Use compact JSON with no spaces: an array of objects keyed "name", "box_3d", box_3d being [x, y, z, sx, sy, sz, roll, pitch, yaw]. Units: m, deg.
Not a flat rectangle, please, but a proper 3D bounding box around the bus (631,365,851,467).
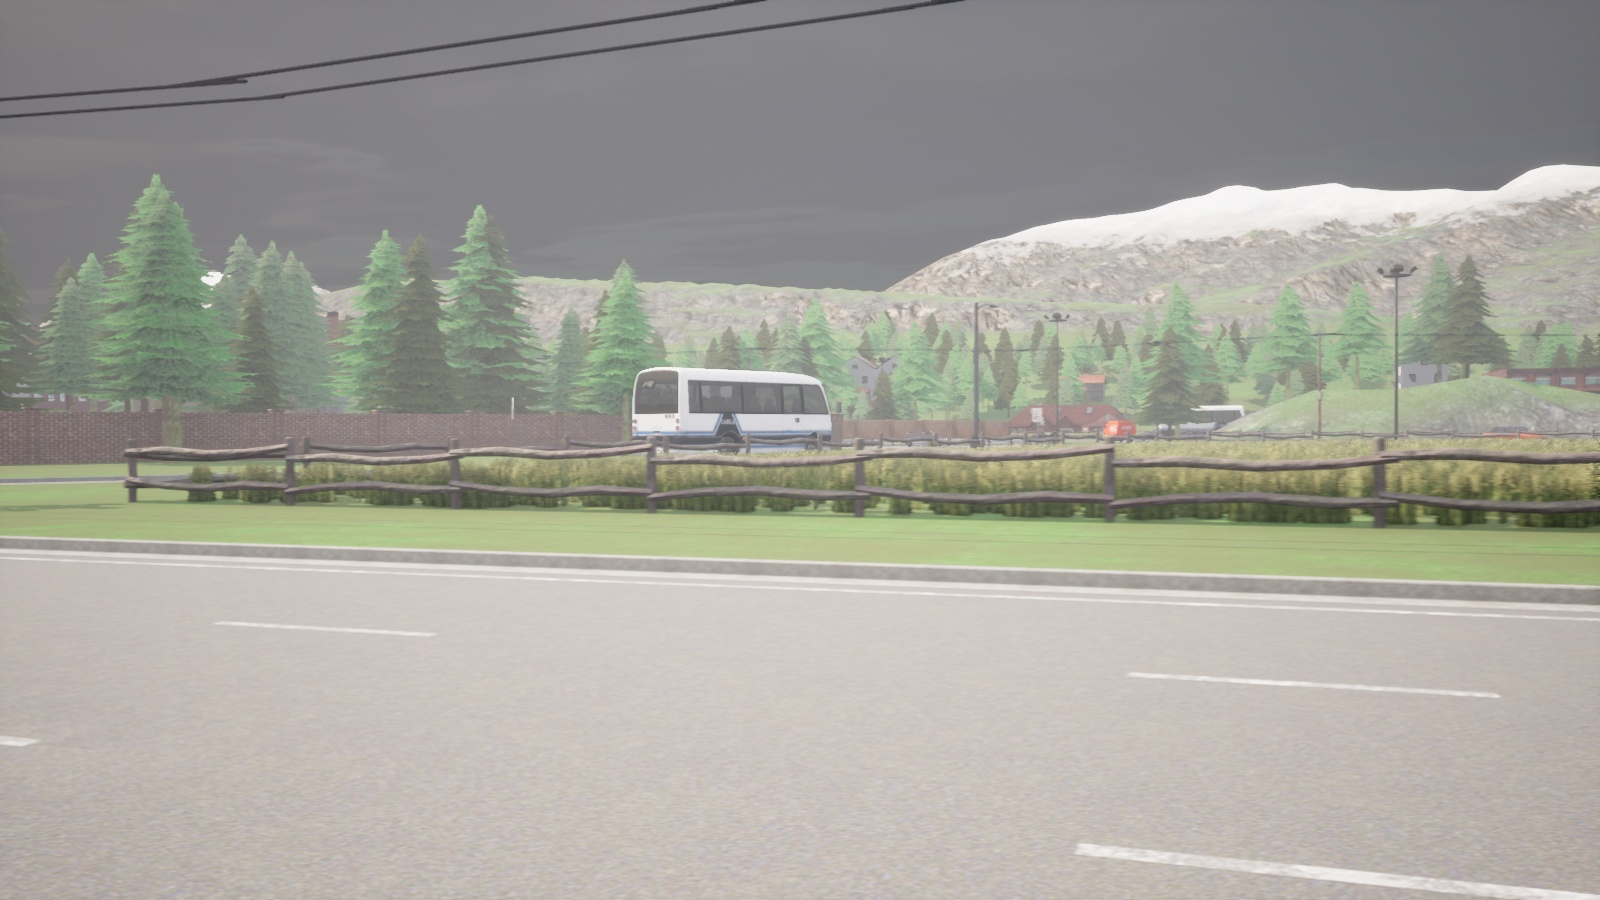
[{"name":"bus","box_3d":[-2.470,-1.476,57.243,3.944,4.253,10.273,1,1,42]}]
